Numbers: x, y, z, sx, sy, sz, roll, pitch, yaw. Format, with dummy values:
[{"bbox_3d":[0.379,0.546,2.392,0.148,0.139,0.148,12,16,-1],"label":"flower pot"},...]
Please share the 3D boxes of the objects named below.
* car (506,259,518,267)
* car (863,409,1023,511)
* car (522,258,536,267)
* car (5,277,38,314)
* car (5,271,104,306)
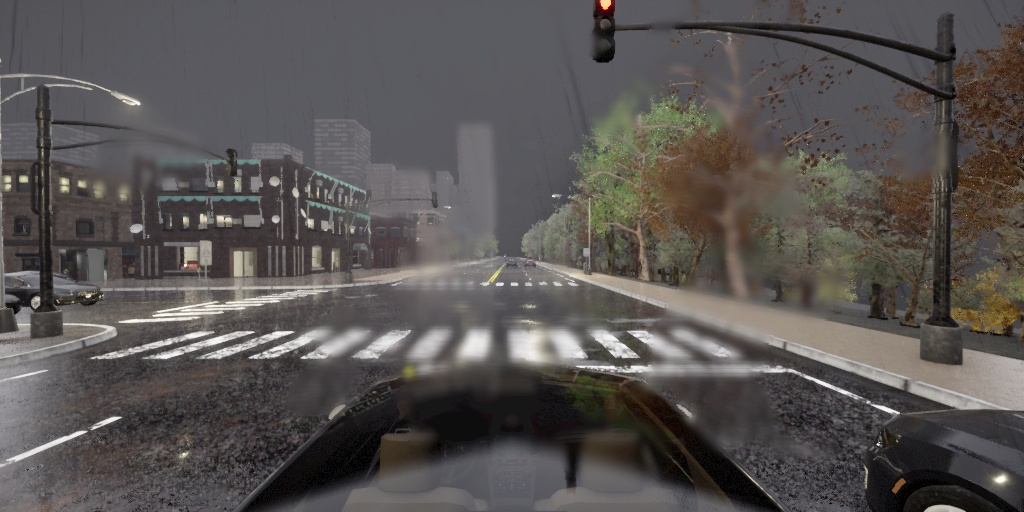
[{"bbox_3d":[-0.048,1.231,63.053,1.837,1.490,4.892,0,0,0],"label":"car"},{"bbox_3d":[3.353,1.255,0.435,1.837,1.490,4.892,0,0,0],"label":"car"},{"bbox_3d":[3.204,1.252,63.367,1.812,1.442,4.674,0,0,0],"label":"car"},{"bbox_3d":[-19.973,1.565,12.427,4.313,1.339,1.948,0,0,0],"label":"car"},{"bbox_3d":[-20.315,1.480,15.131,4.892,1.490,1.837,-1,1,0],"label":"car"}]
